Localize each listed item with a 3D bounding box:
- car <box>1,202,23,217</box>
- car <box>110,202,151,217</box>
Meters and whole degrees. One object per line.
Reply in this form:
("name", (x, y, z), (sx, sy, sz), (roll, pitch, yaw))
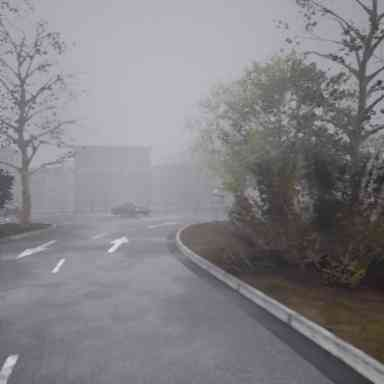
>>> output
("car", (-20.968, 1.935, 40.190), (2.185, 1.767, 4.553), (-2, 0, -15))
("car", (-6.199, 1.686, 33.289), (2.033, 1.411, 5.357), (-1, 0, -41))
